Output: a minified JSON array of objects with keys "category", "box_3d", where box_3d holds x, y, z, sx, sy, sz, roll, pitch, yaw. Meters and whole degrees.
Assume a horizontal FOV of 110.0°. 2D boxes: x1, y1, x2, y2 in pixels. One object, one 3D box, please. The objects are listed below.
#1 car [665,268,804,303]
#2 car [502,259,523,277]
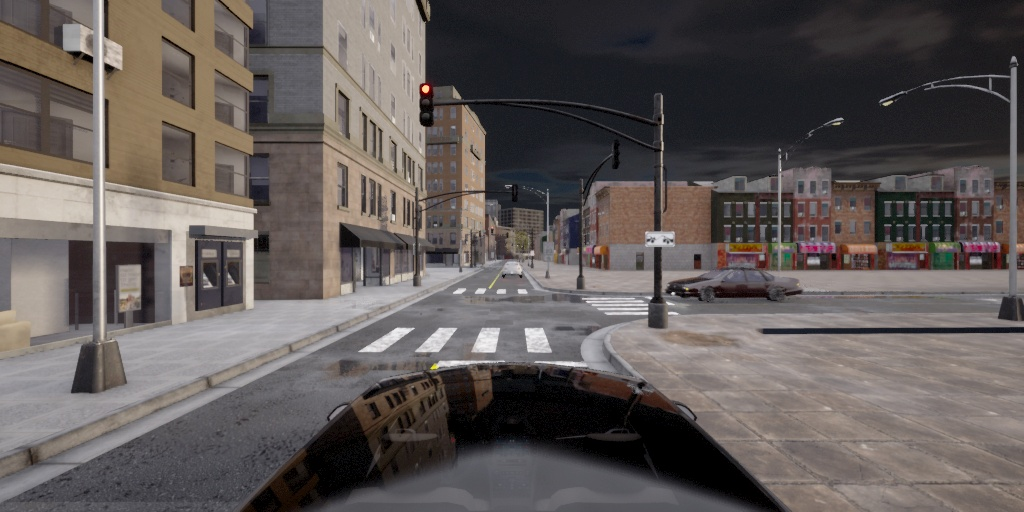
[{"category":"car","box_3d":[9.750,1.253,15.889,5.357,1.411,2.033,0,0,-3]},{"category":"car","box_3d":[0.046,1.280,35.160,1.812,1.442,4.674,0,0,1]}]
